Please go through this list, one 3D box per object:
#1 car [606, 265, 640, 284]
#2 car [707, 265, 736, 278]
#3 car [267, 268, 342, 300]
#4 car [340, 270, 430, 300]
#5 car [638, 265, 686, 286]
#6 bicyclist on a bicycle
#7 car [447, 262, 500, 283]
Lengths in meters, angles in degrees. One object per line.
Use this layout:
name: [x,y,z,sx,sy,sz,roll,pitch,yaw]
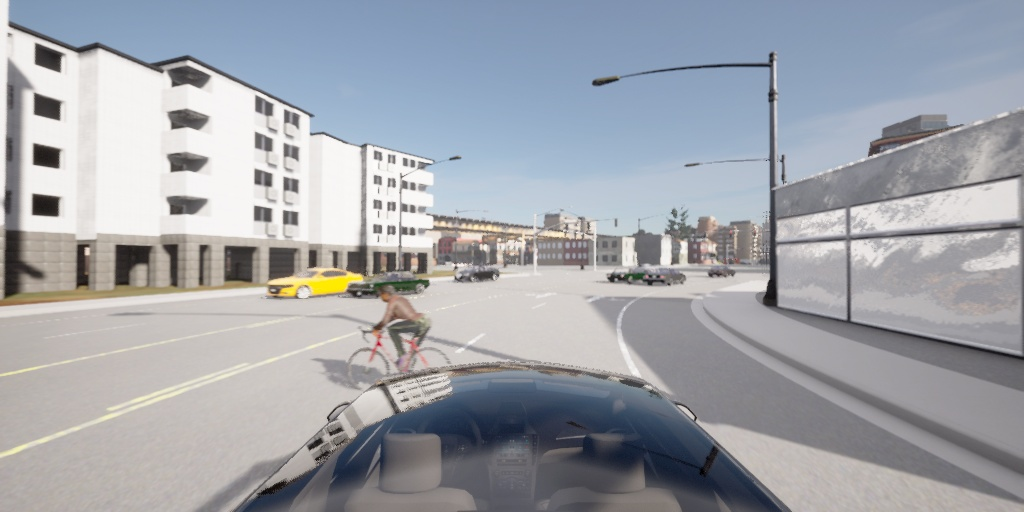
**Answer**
car: [10.323,1.732,31.998,1.895,1.301,4.718,0,-1,42]
car: [24.882,1.819,42.580,2.033,1.411,5.357,0,-1,45]
car: [-10.390,1.403,19.291,1.882,1.535,5.008,0,-1,22]
car: [-6.574,1.539,19.467,1.895,1.301,4.718,0,-1,23]
car: [12.533,1.653,29.250,2.033,1.411,5.357,0,-1,42]
bicyclist on a bicycle: [-1.692,1.242,5.308,1.656,1.620,0.582,-2,-1,7]
car: [-3.088,1.589,32.332,2.128,1.511,4.902,0,-1,37]
